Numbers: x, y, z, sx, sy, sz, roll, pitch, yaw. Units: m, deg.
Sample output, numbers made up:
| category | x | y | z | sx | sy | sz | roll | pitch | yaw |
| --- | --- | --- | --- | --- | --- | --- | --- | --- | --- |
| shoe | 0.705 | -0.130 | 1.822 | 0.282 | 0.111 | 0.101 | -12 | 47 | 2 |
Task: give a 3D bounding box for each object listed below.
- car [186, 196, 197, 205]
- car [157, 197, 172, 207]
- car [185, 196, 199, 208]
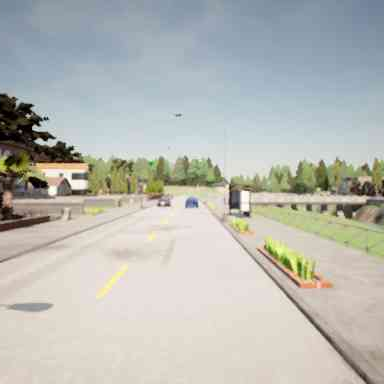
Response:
| category | x | y | z | sx | sy | sz | roll | pitch | yaw |
| --- | --- | --- | --- | --- | --- | --- | --- | --- | --- |
| car | -0.016 | 1.466 | 57.118 | 1.812 | 1.442 | 4.674 | 0 | 0 | 0 |
| car | -4.026 | 1.442 | 48.694 | 2.128 | 1.511 | 4.902 | 0 | 0 | 0 |
| car | -0.013 | 1.429 | 46.697 | 1.882 | 1.535 | 5.008 | 0 | 0 | 0 |
